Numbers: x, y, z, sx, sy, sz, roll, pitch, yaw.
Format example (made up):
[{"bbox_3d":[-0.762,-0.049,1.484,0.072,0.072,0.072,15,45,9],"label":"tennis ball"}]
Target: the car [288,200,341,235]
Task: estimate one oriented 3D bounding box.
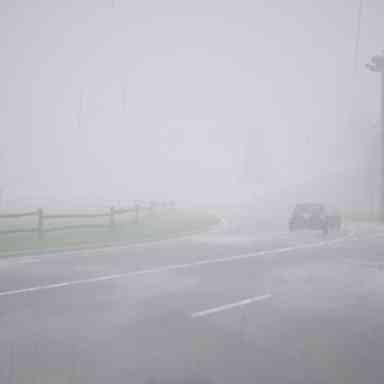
[{"bbox_3d":[7.175,1.342,19.276,2.097,1.767,4.553,0,0,33],"label":"car"}]
